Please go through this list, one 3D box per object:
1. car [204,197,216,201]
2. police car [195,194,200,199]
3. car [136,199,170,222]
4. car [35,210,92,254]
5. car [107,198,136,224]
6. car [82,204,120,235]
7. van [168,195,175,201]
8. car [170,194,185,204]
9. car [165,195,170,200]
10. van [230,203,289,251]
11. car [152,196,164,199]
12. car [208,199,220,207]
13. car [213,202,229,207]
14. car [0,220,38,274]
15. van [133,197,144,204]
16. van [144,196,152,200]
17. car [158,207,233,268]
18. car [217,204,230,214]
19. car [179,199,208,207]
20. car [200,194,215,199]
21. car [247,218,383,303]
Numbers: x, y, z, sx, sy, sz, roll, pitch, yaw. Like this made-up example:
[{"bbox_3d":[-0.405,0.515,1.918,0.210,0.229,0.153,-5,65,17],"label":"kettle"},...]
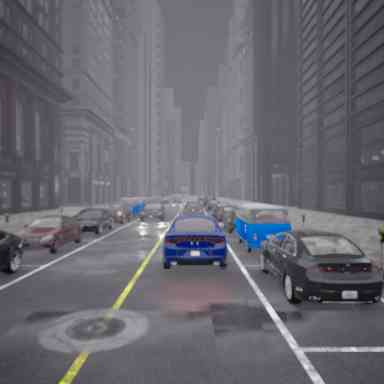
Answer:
[{"bbox_3d":[2.787,1.656,41.827,1.887,1.381,4.507,0,0,0],"label":"car"},{"bbox_3d":[2.419,1.680,82.706,1.930,1.638,5.238,0,0,0],"label":"police car"},{"bbox_3d":[-3.083,1.594,27.302,1.812,1.442,4.674,0,0,0],"label":"car"},{"bbox_3d":[-5.756,1.614,13.635,1.802,1.307,4.206,0,0,0],"label":"car"},{"bbox_3d":[-5.749,1.502,24.909,1.967,1.590,4.097,0,0,0],"label":"car"},{"bbox_3d":[-5.753,1.613,19.272,1.947,1.339,4.313,0,0,0],"label":"car"},{"bbox_3d":[-5.706,1.635,92.548,1.690,1.788,3.998,0,0,0],"label":"van"},{"bbox_3d":[-2.959,1.704,67.879,1.837,1.490,4.892,0,0,0],"label":"car"},{"bbox_3d":[-5.720,1.752,70.000,1.887,1.381,4.507,0,0,0],"label":"car"},{"bbox_3d":[2.769,1.373,13.647,1.690,1.788,3.998,0,0,0],"label":"van"},{"bbox_3d":[-5.735,1.445,47.454,2.192,1.841,5.009,0,0,0],"label":"car"},{"bbox_3d":[2.780,1.629,30.555,2.008,1.369,4.403,0,0,0],"label":"car"},{"bbox_3d":[2.776,1.644,24.919,1.802,1.307,4.206,0,0,0],"label":"car"},{"bbox_3d":[-5.760,1.585,7.998,1.947,1.339,4.313,0,0,0],"label":"car"},{"bbox_3d":[-5.746,1.419,30.546,1.690,1.788,3.998,0,0,0],"label":"van"},{"bbox_3d":[-5.742,1.436,36.182,1.690,1.788,3.998,0,0,0],"label":"van"},{"bbox_3d":[0.096,1.504,11.420,1.882,1.535,5.008,0,0,0],"label":"car"},{"bbox_3d":[2.772,1.597,19.282,2.008,1.369,4.403,0,0,0],"label":"car"},{"bbox_3d":[0.118,1.627,30.983,2.033,1.411,5.357,0,0,0],"label":"car"},{"bbox_3d":[2.794,1.463,53.100,2.192,1.841,5.009,0,0,0],"label":"car"},{"bbox_3d":[2.765,1.569,8.010,2.008,1.369,4.403,0,0,0],"label":"car"}]
